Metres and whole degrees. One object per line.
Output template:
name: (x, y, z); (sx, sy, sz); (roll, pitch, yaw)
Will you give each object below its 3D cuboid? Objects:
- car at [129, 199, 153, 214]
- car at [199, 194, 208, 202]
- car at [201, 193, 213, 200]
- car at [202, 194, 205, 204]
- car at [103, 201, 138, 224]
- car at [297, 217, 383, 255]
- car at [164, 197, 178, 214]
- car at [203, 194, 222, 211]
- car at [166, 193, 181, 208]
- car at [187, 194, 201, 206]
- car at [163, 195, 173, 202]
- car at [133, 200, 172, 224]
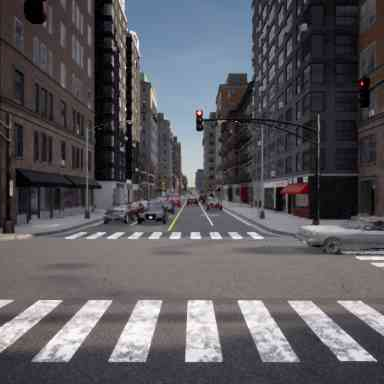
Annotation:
car: (-5.355, 1.522, 35.576); (1.752, 1.417, 4.829); (0, 0, 0)
car: (2.709, 1.295, 79.366); (2.192, 1.841, 5.009); (0, 0, 0)
car: (3.038, 1.213, 61.901); (2.150, 2.045, 5.566); (0, 0, 0)
car: (3.071, 1.492, 54.871); (1.837, 1.490, 4.892); (0, 0, 0)
car: (-5.365, 1.550, 24.838); (2.008, 1.369, 4.403); (0, 0, 0)
car: (6.618, 1.639, 12.942); (4.718, 1.301, 1.895); (0, 0, 0)
car: (-2.815, 1.561, 34.777); (1.994, 1.385, 4.181); (0, 0, 0)
car: (2.676, 1.435, 41.185); (1.967, 1.590, 4.097); (0, 0, 0)
car: (-2.787, 1.203, 49.030); (2.150, 2.045, 5.566); (0, 1, 0)
car: (0.102, 1.493, 54.960); (1.837, 1.490, 4.892); (0, 0, 0)
car: (-5.320, 1.505, 73.753); (1.752, 1.417, 4.829); (0, 0, 0)
car: (-2.826, 1.563, 24.803); (1.994, 1.385, 4.181); (0, 0, 0)
